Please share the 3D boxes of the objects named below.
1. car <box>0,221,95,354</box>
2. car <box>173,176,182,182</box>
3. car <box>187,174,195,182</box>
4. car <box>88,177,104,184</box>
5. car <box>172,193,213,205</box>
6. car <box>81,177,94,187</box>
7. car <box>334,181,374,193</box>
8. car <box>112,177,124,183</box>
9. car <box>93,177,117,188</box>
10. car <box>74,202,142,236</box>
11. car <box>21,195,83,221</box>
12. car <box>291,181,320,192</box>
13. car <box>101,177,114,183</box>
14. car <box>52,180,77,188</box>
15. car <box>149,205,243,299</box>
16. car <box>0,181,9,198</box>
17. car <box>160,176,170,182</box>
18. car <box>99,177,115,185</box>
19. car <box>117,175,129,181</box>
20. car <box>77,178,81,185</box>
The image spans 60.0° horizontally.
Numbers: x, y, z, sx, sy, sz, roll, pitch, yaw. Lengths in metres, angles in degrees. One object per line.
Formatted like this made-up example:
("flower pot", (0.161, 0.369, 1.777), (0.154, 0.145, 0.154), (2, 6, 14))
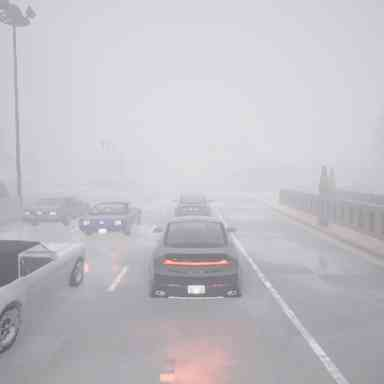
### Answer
("car", (-3.421, 1.506, 5.915), (1.895, 1.301, 4.718), (0, 2, 0))
("car", (-3.894, -3.430, 88.393), (1.812, 1.442, 4.674), (0, 3, 0))
("car", (-0.400, -3.503, 89.674), (2.128, 1.511, 4.902), (0, 3, 0))
("car", (-21.329, -2.571, 74.295), (2.128, 1.511, 4.902), (0, 3, 0))
("car", (0.036, 0.838, 17.511), (1.837, 1.490, 4.892), (0, 3, -1))
("car", (-17.825, -1.769, 60.477), (2.128, 1.511, 4.902), (0, 3, 0))
("car", (18.467, -0.473, 38.770), (5.008, 1.535, 1.882), (0, 3, 2))
("car", (-17.857, -2.906, 80.281), (1.994, 1.385, 4.181), (0, 3, 0))
("car", (-14.290, -1.463, 55.184), (1.882, 1.535, 5.008), (0, 3, -1))
("car", (-3.455, 1.079, 15.041), (1.895, 1.301, 4.718), (0, 3, 0))
("car", (-6.967, 0.868, 17.674), (2.033, 1.411, 5.357), (0, 3, 0))
("car", (15.024, -0.643, 42.380), (4.674, 1.442, 1.812), (0, 3, 2))
("car", (-21.377, -3.186, 84.673), (2.033, 1.411, 5.357), (0, 3, 0))
("car", (-21.321, -1.331, 55.043), (1.895, 1.301, 4.718), (0, 3, 0))
("car", (0.071, 1.338, 8.132), (1.837, 1.490, 4.892), (0, 2, 0))
("car", (-14.186, 0.309, 21.622), (2.150, 2.045, 5.566), (0, 3, 0))
("car", (-7.394, -3.428, 88.377), (1.812, 1.442, 4.674), (0, 3, 0))
("car", (-17.811, -2.327, 70.258), (2.128, 1.511, 4.902), (0, 3, 0))
("car", (-14.300, -2.489, 67.891), (2.150, 2.045, 5.566), (0, 3, 0))
("car", (-21.302, -1.946, 63.968), (1.812, 1.442, 4.674), (0, 3, 0))
